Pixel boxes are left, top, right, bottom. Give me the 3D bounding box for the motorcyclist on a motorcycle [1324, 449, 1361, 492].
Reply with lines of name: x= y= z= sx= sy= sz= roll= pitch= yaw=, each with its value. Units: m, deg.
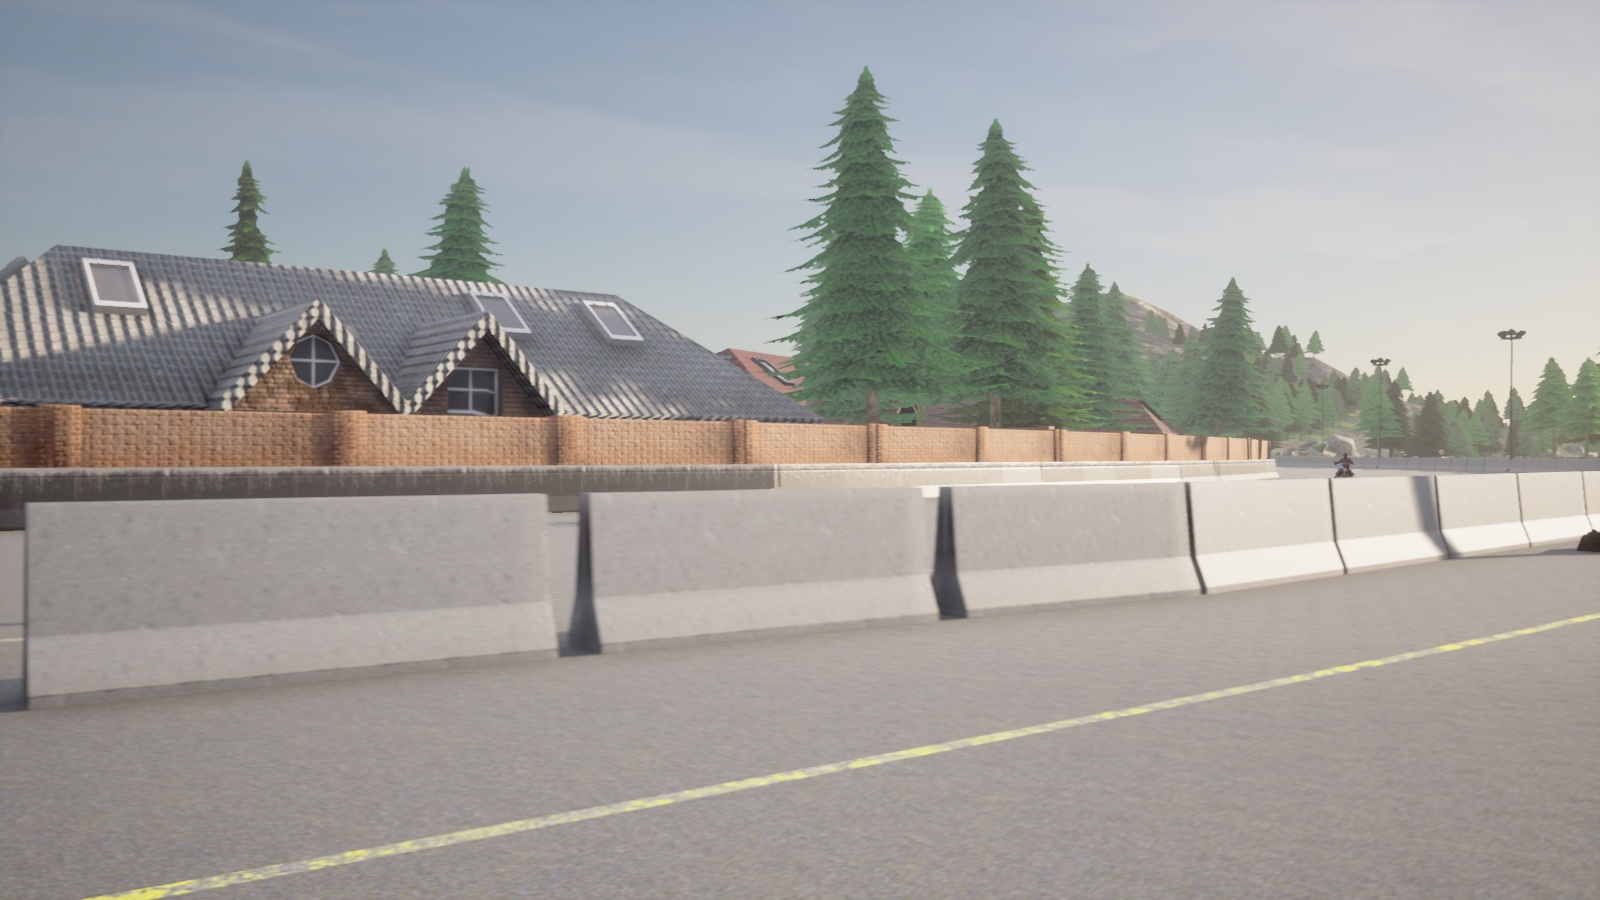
motorcyclist on a motorcycle: x=21.097 y=0.780 z=48.773 sx=0.766 sy=1.649 sz=2.350 roll=-1 pitch=-1 yaw=37
